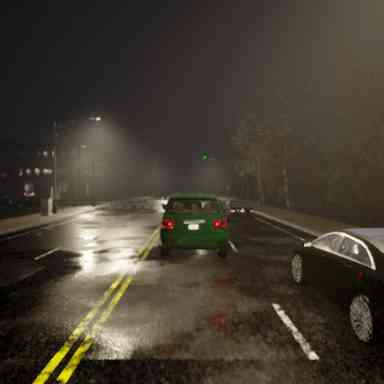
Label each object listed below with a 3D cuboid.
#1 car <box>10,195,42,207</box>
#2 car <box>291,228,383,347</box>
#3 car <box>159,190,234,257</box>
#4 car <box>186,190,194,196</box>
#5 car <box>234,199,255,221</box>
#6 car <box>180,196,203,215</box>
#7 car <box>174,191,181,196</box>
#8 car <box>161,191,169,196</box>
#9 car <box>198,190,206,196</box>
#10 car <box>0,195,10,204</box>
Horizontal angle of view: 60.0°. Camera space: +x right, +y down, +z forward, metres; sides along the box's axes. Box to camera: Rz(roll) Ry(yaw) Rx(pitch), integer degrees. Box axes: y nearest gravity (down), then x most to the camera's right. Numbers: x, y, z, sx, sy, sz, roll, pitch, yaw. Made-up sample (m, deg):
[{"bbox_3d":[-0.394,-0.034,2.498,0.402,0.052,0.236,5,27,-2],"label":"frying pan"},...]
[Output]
[{"bbox_3d":[-20.187,1.281,42.368,4.313,1.339,1.947,-1,2,0],"label":"car"},{"bbox_3d":[3.313,1.409,6.155,2.128,1.511,4.902,0,1,0],"label":"car"},{"bbox_3d":[0.036,1.063,12.342,2.150,2.045,5.566,0,1,0],"label":"car"},{"bbox_3d":[-0.517,0.318,92.490,2.128,1.511,4.902,0,1,0],"label":"car"},{"bbox_3d":[3.223,1.239,23.826,2.033,1.411,5.357,0,1,0],"label":"car"},{"bbox_3d":[-0.062,1.122,29.716,1.837,1.490,4.892,0,1,0],"label":"car"},{"bbox_3d":[-3.739,0.391,87.700,1.812,1.442,4.674,0,1,0],"label":"car"},{"bbox_3d":[-6.989,0.392,87.682,1.812,1.442,4.674,0,1,0],"label":"car"},{"bbox_3d":[2.733,0.269,92.508,1.882,1.535,5.008,0,1,0],"label":"car"},{"bbox_3d":[-28.568,1.173,50.833,4.403,1.369,2.008,-1,2,0],"label":"car"}]
